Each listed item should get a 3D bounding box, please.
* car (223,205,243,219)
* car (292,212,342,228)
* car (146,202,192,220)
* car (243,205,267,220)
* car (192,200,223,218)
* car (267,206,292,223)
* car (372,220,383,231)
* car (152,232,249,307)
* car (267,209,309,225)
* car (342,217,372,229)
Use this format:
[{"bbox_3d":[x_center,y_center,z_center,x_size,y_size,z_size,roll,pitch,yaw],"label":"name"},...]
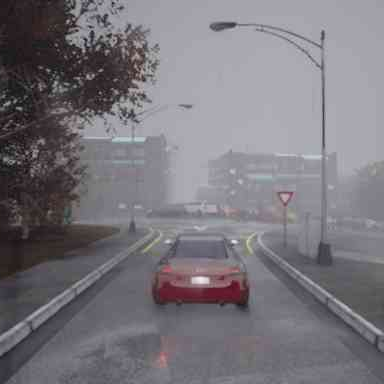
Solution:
[{"bbox_3d":[3.825,2.357,42.208,2.185,1.767,4.553,4,-3,-32],"label":"car"},{"bbox_3d":[14.640,3.334,39.039,4.674,1.442,1.812,6,-2,-11],"label":"car"},{"bbox_3d":[-2.691,2.043,35.819,4.553,1.767,2.097,-1,-1,-8],"label":"car"},{"bbox_3d":[6.786,2.603,42.772,2.185,1.767,4.553,6,-3,-32],"label":"car"},{"bbox_3d":[0.958,2.070,41.556,2.435,2.045,5.566,1,-2,-31],"label":"car"},{"bbox_3d":[9.771,2.766,43.396,2.435,2.045,5.566,7,-3,-32],"label":"car"},{"bbox_3d":[24.488,4.476,46.314,2.002,1.452,4.674,7,-3,-31],"label":"car"},{"bbox_3d":[0.224,1.683,8.289,1.994,1.385,4.181,0,-1,2],"label":"car"},{"bbox_3d":[12.589,3.296,44.160,1.946,1.575,5.366,6,-3,-31],"label":"car"},{"bbox_3d":[21.529,4.191,45.735,2.002,1.452,4.674,6,-3,-31],"label":"car"}]
